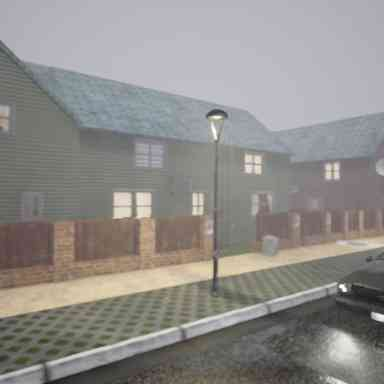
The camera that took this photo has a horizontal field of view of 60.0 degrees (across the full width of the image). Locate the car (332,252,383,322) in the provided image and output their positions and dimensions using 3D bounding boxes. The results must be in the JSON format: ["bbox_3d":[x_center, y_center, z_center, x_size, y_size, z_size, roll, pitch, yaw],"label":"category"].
[{"bbox_3d":[5.158,1.658,6.926,5.357,1.411,2.033,1,-1,-37],"label":"car"}]
